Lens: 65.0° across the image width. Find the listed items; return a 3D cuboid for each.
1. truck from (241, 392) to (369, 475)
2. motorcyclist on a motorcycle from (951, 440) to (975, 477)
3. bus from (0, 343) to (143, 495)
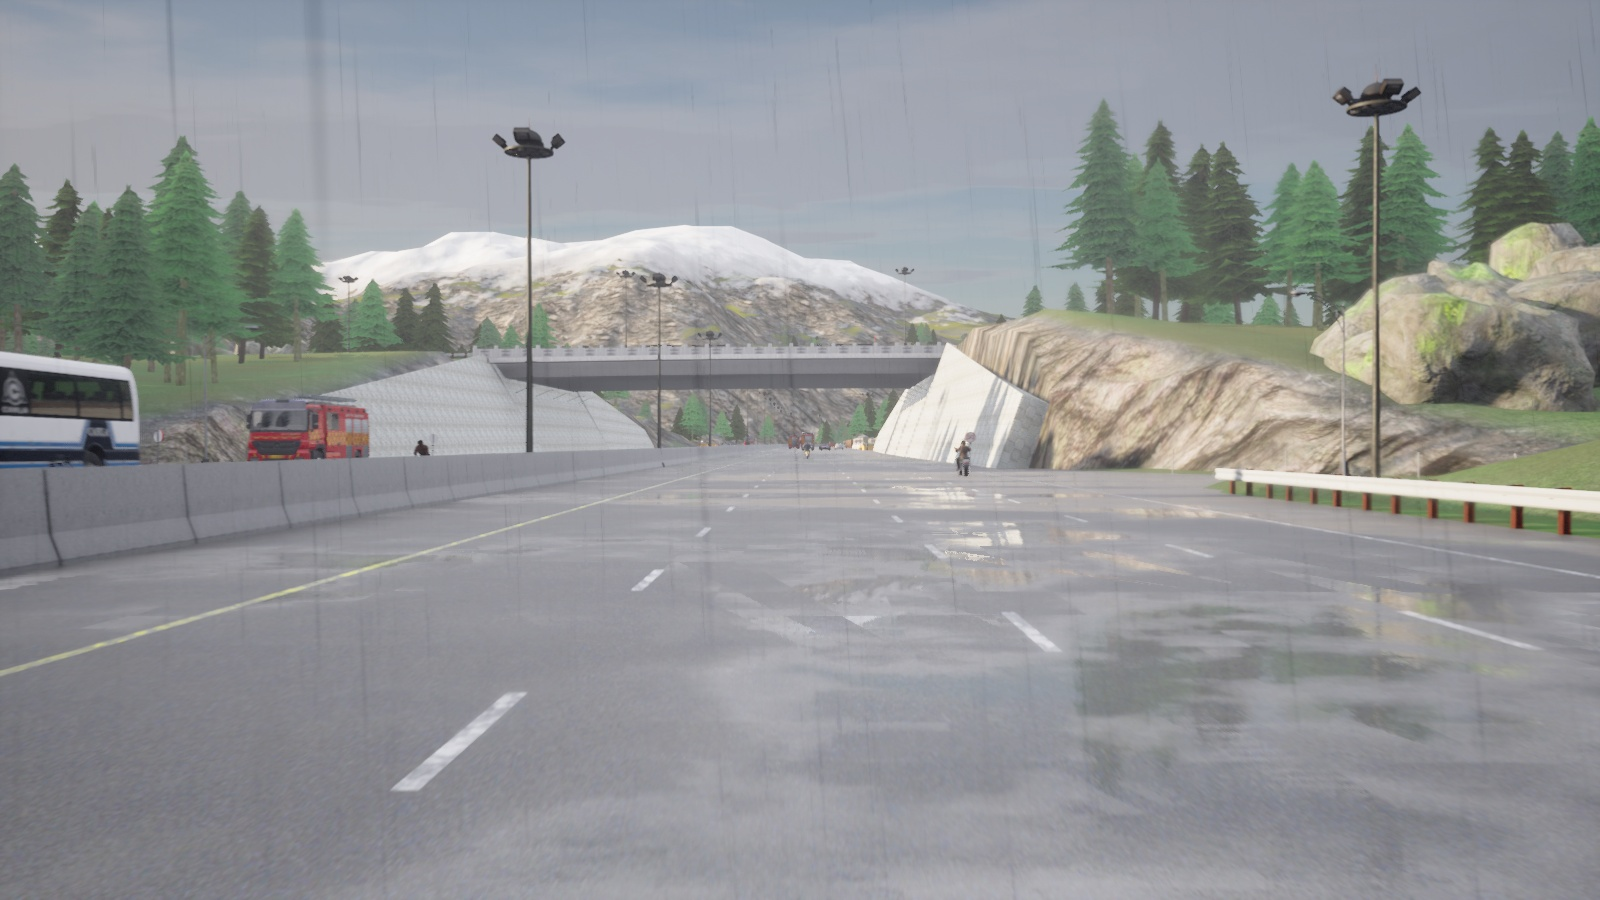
[{"bbox_3d":[-24.133,-0.781,61.727,2.891,3.827,8.468,0,0,0],"label":"truck"},{"bbox_3d":[7.338,0.388,56.674,0.766,1.649,2.350,0,0,0],"label":"motorcyclist on a motorcycle"},{"bbox_3d":[-24.271,-0.857,37.445,3.944,4.253,10.273,0,0,0],"label":"bus"}]
